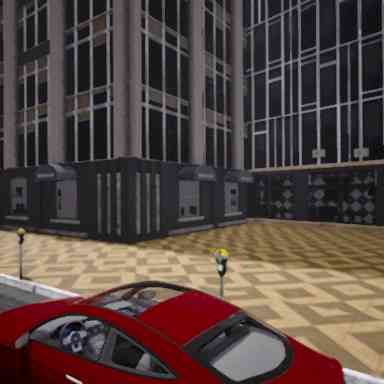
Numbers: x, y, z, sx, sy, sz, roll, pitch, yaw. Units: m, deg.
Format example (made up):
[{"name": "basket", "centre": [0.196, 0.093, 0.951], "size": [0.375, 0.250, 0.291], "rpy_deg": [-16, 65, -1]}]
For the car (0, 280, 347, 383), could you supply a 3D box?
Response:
[{"name": "car", "centre": [-0.655, 1.604, 3.342], "size": [4.206, 1.307, 1.802], "rpy_deg": [-1, 0, 36]}]
